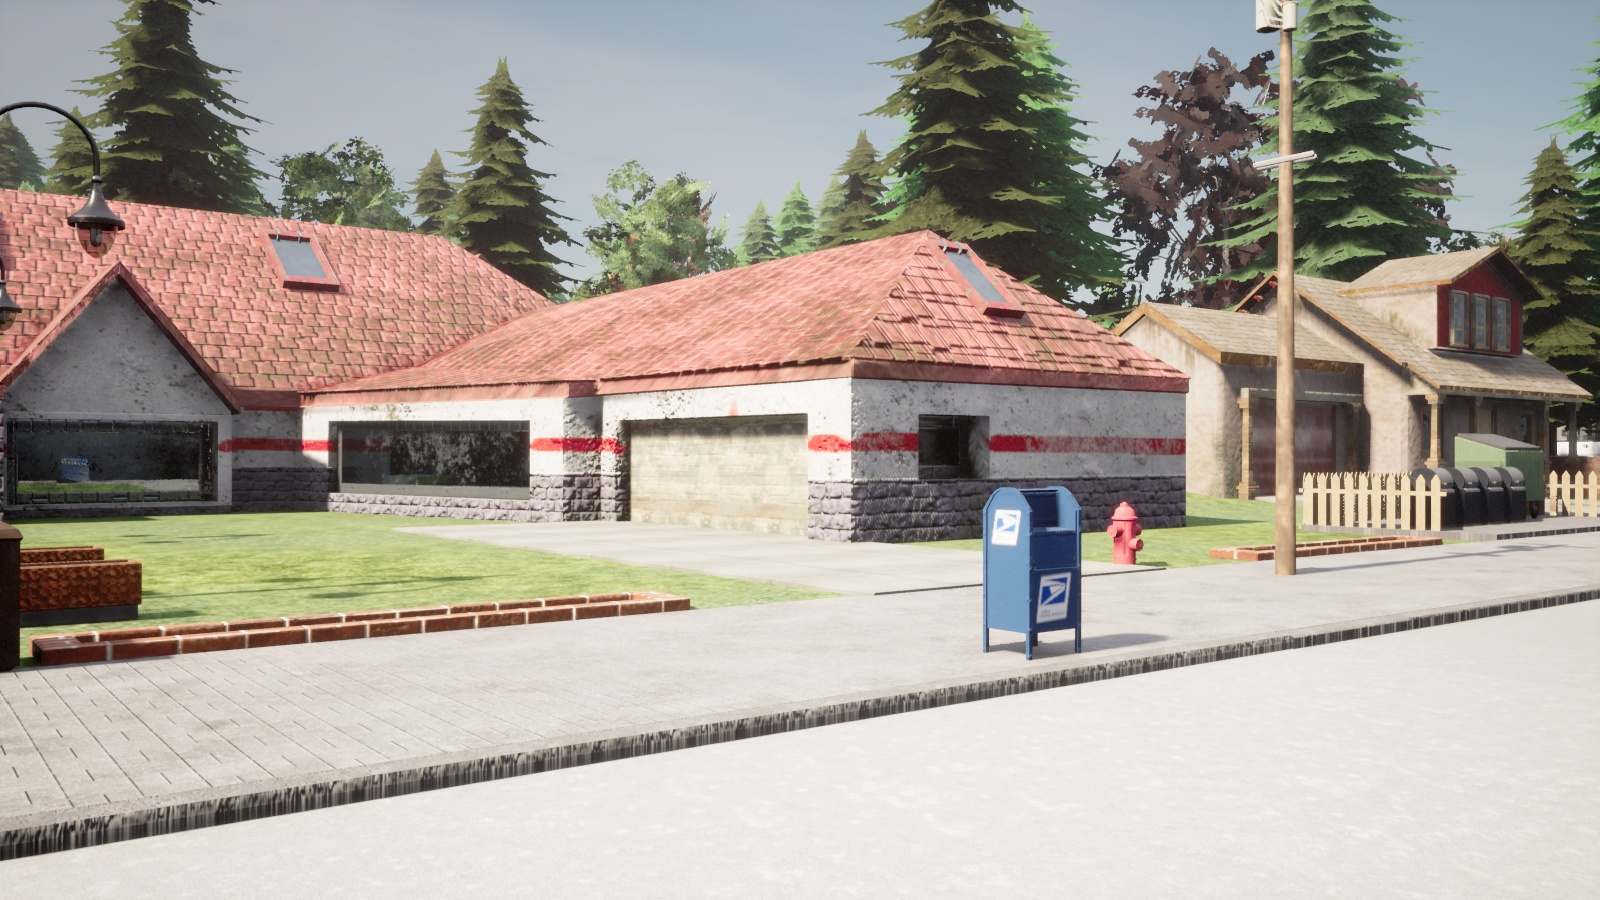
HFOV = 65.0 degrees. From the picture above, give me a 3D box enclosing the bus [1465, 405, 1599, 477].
[{"bbox_3d":[47.497,-0.542,77.922,3.944,4.253,10.273,0,0,-37],"label":"bus"}]
